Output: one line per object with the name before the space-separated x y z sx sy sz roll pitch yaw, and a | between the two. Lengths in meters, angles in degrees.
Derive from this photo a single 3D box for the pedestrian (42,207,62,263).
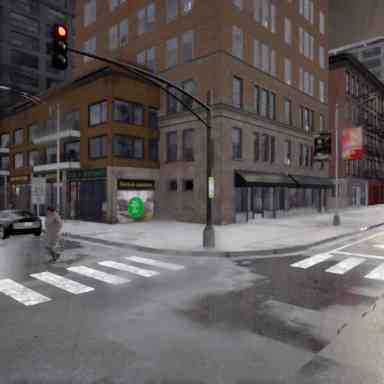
pedestrian | -4.498 1.301 10.741 0.375 1.860 0.375 0 0 43

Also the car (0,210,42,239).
car | -9.326 1.577 17.252 4.313 1.339 1.947 0 0 43
